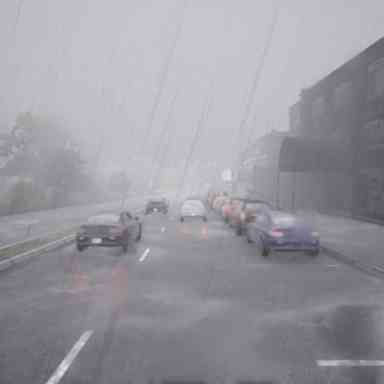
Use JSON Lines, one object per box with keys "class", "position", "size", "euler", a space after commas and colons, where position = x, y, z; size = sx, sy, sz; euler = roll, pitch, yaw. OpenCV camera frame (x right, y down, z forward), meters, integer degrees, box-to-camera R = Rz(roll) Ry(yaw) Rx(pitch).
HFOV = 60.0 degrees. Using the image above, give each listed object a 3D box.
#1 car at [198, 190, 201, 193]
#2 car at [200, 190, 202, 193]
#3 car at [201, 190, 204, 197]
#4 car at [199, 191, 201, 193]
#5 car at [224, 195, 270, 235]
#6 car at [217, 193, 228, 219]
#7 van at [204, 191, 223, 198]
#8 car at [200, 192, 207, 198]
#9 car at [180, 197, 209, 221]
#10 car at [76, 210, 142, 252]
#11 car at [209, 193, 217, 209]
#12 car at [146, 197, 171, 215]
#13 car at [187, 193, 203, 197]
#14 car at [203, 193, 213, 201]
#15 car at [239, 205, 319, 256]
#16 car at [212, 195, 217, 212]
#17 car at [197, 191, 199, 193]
{"class": "car", "position": [3.208, 0.826, 84.458], "size": [1.946, 1.575, 5.366], "euler": [0, 0, 0]}
{"class": "car", "position": [3.214, 0.874, 62.266], "size": [2.185, 1.767, 4.553], "euler": [0, 0, 0]}
{"class": "car", "position": [3.215, 0.917, 56.741], "size": [2.185, 1.767, 4.553], "euler": [0, 0, 0]}
{"class": "car", "position": [3.211, 0.916, 73.216], "size": [2.231, 1.521, 4.892], "euler": [0, 0, 0]}
{"class": "car", "position": [3.221, 1.214, 18.066], "size": [2.185, 1.767, 4.553], "euler": [0, 0, 0]}
{"class": "car", "position": [3.221, 1.172, 23.591], "size": [2.185, 1.767, 4.553], "euler": [0, 0, 0]}
{"class": "van", "position": [3.216, 0.858, 51.363], "size": [1.878, 1.987, 4.442], "euler": [0, 0, 0]}
{"class": "car", "position": [3.207, 0.740, 95.510], "size": [1.946, 1.575, 5.366], "euler": [0, 0, 0]}
{"class": "car", "position": [0.096, 1.332, 25.136], "size": [1.812, 1.442, 4.674], "euler": [0, 0, 0]}
{"class": "car", "position": [-3.165, 1.422, 13.298], "size": [1.812, 1.442, 4.674], "euler": [0, 0, 0]}
{"class": "car", "position": [3.219, 1.212, 34.668], "size": [2.097, 1.535, 5.008], "euler": [0, 0, 0]}
{"class": "car", "position": [-3.155, 1.264, 31.150], "size": [1.837, 1.490, 4.892], "euler": [0, 0, 0]}
{"class": "car", "position": [0.092, 1.181, 41.856], "size": [1.837, 1.490, 4.892], "euler": [0, 0, 0]}
{"class": "car", "position": [3.213, 0.998, 67.696], "size": [2.002, 1.452, 4.674], "euler": [0, 0, 0]}
{"class": "car", "position": [3.223, 1.423, 12.446], "size": [2.002, 1.452, 4.674], "euler": [0, 0, 0]}
{"class": "car", "position": [3.221, 1.256, 29.142], "size": [2.231, 1.521, 4.892], "euler": [0, 0, 0]}
{"class": "car", "position": [3.210, 0.662, 89.766], "size": [2.185, 1.767, 4.553], "euler": [0, 0, 0]}
